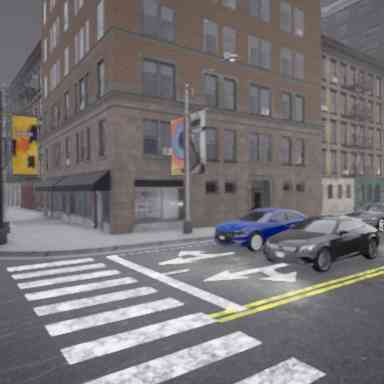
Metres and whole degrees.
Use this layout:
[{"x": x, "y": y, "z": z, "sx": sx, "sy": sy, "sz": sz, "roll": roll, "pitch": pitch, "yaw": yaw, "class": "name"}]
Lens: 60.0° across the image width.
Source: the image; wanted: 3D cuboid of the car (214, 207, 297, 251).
[{"x": 3.170, "y": 1.433, "z": 13.914, "sx": 5.008, "sy": 1.535, "sz": 1.882, "roll": 0, "pitch": 0, "yaw": -35, "class": "car"}]

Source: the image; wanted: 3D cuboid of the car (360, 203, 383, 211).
[{"x": 10.904, "y": 1.410, "z": 19.437, "sx": 4.902, "sy": 1.511, "sz": 2.128, "roll": 0, "pitch": 0, "yaw": -35, "class": "car"}]

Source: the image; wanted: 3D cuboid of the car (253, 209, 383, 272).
[{"x": 4.328, "y": 1.485, "z": 10.757, "sx": 4.674, "sy": 1.442, "sz": 1.812, "roll": 0, "pitch": 0, "yaw": -37, "class": "car"}]
